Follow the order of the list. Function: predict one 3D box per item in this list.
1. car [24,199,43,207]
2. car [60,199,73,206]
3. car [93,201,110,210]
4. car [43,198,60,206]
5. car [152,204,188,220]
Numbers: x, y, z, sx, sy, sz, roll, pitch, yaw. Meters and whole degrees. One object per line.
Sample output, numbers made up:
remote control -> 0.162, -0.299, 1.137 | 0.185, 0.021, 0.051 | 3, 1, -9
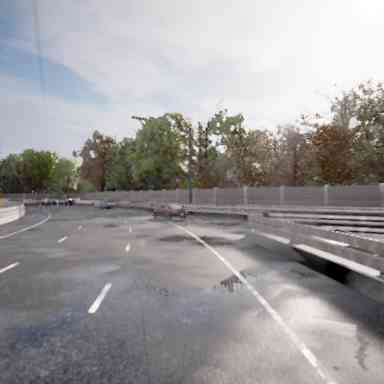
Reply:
car -> -34.057, 2.362, 70.357 | 2.128, 1.511, 4.902 | 0, -1, -44
car -> -28.454, 2.376, 74.679 | 1.837, 1.490, 4.892 | 0, -1, -44
car -> -15.461, 2.282, 56.595 | 1.994, 1.385, 4.181 | 0, -1, -32
car -> -31.431, 2.206, 72.673 | 2.097, 1.767, 4.553 | 0, -1, -44
car -> -2.156, 1.885, 32.053 | 1.812, 1.442, 4.674 | 0, -1, -34
